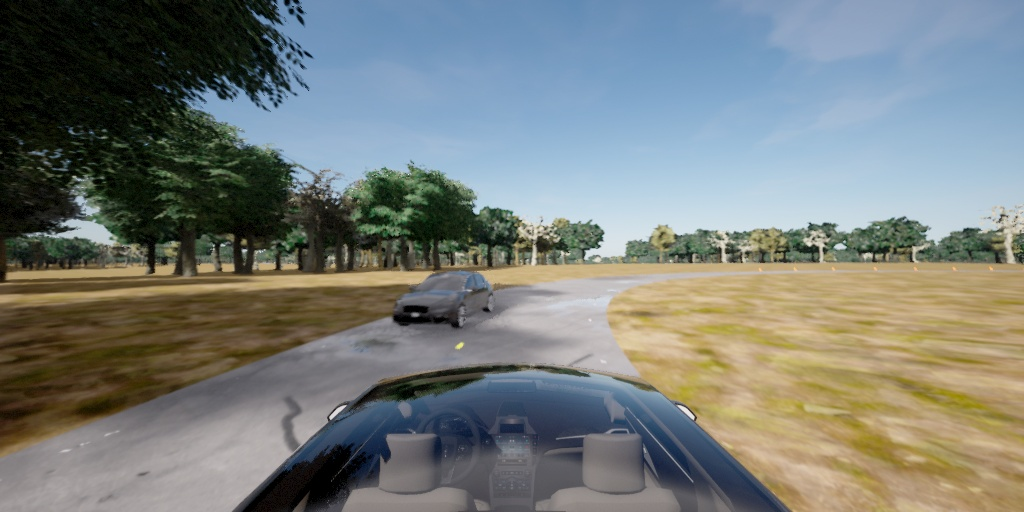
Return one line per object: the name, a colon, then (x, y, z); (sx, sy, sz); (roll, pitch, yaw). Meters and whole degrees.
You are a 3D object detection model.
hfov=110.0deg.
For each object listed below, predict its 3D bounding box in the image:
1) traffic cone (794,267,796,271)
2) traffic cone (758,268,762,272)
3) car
traffic cone: (38.388, 1.766, 48.652); (0.340, 0.580, 0.340); (0, 0, -5)
traffic cone: (33.135, 1.786, 47.904); (0.340, 0.580, 0.340); (0, 0, -11)
car: (-1.935, 1.261, 11.504); (1.837, 1.490, 4.892); (0, 0, 13)
